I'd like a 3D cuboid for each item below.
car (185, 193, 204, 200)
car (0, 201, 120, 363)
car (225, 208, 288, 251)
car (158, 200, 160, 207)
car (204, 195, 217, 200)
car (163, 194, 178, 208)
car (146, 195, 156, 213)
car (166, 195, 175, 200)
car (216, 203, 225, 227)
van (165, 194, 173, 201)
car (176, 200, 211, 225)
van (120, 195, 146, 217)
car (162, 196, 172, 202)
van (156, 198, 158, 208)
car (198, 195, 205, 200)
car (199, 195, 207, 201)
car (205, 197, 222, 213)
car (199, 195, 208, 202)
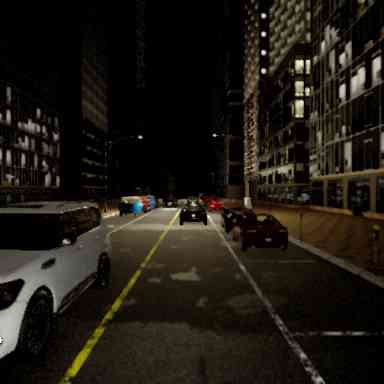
[{"bbox_3d":[0.112,1.339,42.309,2.097,1.767,4.553,0,0,0],"label":"car"},{"bbox_3d":[-3.098,1.221,6.226,2.150,2.045,5.566,0,0,0],"label":"car"},{"bbox_3d":[2.693,1.544,13.939,1.887,1.381,4.507,0,0,0],"label":"car"},{"bbox_3d":[-5.679,1.526,47.950,1.887,1.381,4.507,0,0,0],"label":"car"},{"bbox_3d":[2.702,1.296,47.947,2.192,1.841,5.009,0,0,0],"label":"car"},{"bbox_3d":[-3.072,1.471,48.505,2.128,1.511,4.902,0,0,0],"label":"car"},{"bbox_3d":[-5.682,1.306,36.614,2.192,1.841,5.009,0,0,0],"label":"car"},{"bbox_3d":[-5.669,1.505,87.629,1.947,1.339,4.313,0,0,0],"label":"car"},{"bbox_3d":[2.695,1.564,19.607,1.947,1.339,4.313,0,0,0],"label":"car"},{"bbox_3d":[-5.671,1.288,81.959,1.690,1.788,3.998,0,0,0],"label":"van"},{"bbox_3d":[0.106,1.562,24.359,1.994,1.385,4.181,0,0,0],"label":"car"},{"bbox_3d":[-5.683,1.335,30.946,1.690,1.788,3.998,0,0,0],"label":"van"},{"bbox_3d":[-5.672,1.519,76.292,1.947,1.339,4.313,0,0,0],"label":"car"},{"bbox_3d":[-5.680,1.328,42.282,1.690,1.788,3.998,0,0,0],"label":"van"},{"bbox_3d":[2.713,1.511,93.296,1.802,1.307,4.206,0,0,0],"label":"car"},{"bbox_3d":[2.710,1.529,81.957,1.802,1.307,4.206,0,0,0],"label":"car"},{"bbox_3d":[2.699,1.572,36.611,1.802,1.307,4.206,0,0,0],"label":"car"},{"bbox_3d":[2.708,1.498,76.289,1.887,1.381,4.507,0,0,0],"label":"car"}]
